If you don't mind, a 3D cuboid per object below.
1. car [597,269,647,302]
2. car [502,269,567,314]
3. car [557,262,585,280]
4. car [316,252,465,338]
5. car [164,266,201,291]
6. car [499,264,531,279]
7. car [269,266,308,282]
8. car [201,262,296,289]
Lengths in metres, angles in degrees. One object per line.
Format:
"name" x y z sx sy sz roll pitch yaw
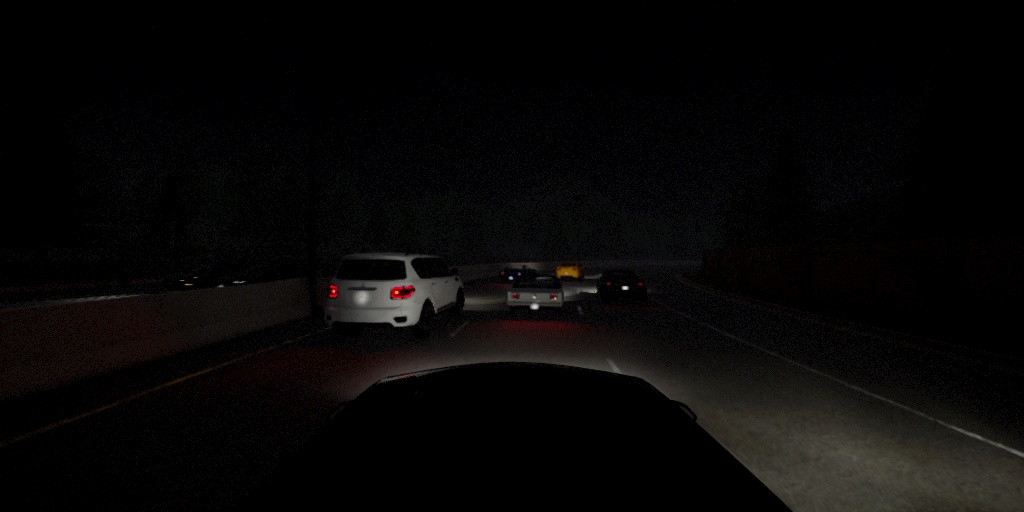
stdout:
"car" 5.161 1.328 17.232 1.994 1.385 4.181 0 0 10
"car" 1.012 1.337 13.698 1.895 1.301 4.718 0 0 7
"car" 5.086 1.216 30.797 1.882 1.535 5.008 0 0 18
"car" -2.914 0.931 10.222 2.150 2.045 5.566 0 0 5
"car" -15.928 1.091 19.621 1.837 1.490 4.892 0 0 9
"car" 0.550 1.306 28.179 1.895 1.301 4.718 0 0 16
"car" -9.149 1.245 17.756 1.895 1.301 4.718 0 0 9
"car" -12.582 1.120 18.401 1.837 1.490 4.892 0 0 9
